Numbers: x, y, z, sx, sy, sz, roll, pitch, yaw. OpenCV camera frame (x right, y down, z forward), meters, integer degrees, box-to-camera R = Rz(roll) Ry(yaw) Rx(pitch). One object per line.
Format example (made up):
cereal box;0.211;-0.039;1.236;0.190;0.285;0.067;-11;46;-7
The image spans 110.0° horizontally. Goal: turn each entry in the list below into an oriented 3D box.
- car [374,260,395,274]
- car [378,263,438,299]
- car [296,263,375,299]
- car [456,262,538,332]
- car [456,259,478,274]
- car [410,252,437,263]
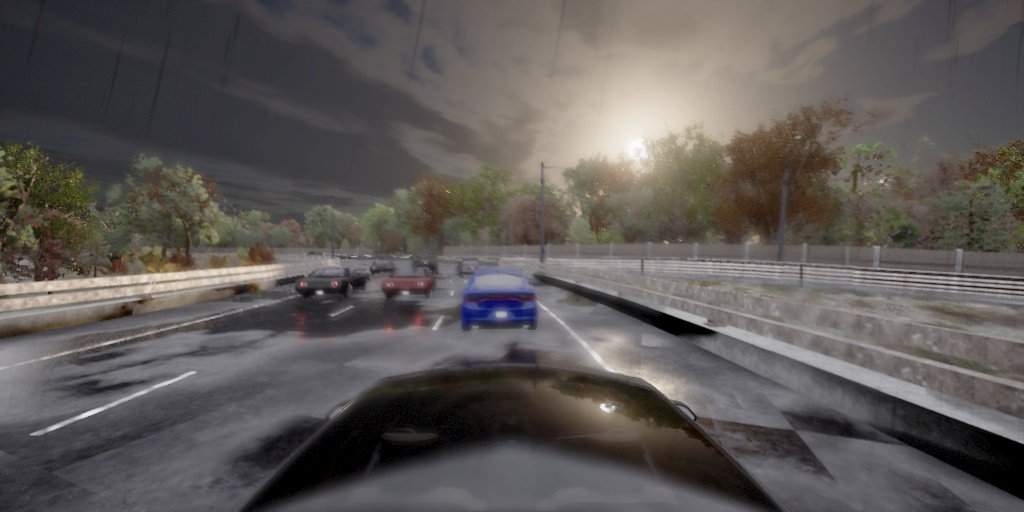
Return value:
car;-11.433;1.019;31.900;1.895;1.301;4.718;0;1;-17
car;-4.633;1.184;16.840;1.895;1.301;4.718;0;1;-8
car;-8.153;1.184;16.863;1.895;1.301;4.718;0;1;-8
car;-0.435;1.130;10.527;1.882;1.535;5.008;0;1;-5
car;-3.561;0.990;29.658;2.033;1.411;5.357;0;1;-13
car;-8.127;0.627;33.029;2.150;2.045;5.566;0;1;-17
